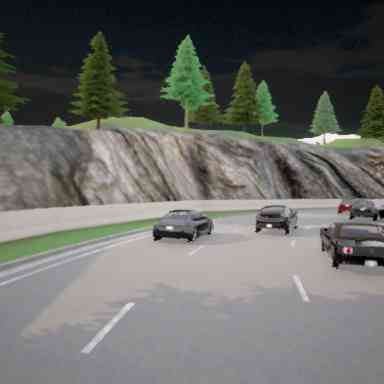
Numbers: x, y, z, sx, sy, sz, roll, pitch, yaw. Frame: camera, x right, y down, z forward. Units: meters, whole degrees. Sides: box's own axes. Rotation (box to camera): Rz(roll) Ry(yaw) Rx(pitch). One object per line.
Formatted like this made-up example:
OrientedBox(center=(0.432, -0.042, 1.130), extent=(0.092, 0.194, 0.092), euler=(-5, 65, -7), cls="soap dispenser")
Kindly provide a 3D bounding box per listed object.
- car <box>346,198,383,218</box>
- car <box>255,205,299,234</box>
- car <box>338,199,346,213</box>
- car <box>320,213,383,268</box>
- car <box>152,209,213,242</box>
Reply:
OrientedBox(center=(15.213, 1.447, 28.544), extent=(2.097, 1.767, 4.553), euler=(1, 0, 41), cls="car")
OrientedBox(center=(5.081, 1.525, 19.667), extent=(1.837, 1.490, 4.892), euler=(0, 0, 25), cls="car")
OrientedBox(center=(17.550, 1.458, 35.606), extent=(4.553, 1.767, 2.097), euler=(0, 0, -41), cls="car")
OrientedBox(center=(5.419, 1.633, 11.079), extent=(1.895, 1.301, 4.718), euler=(0, 0, 15), cls="car")
OrientedBox(center=(-0.320, 1.542, 16.408), extent=(1.994, 1.385, 4.181), euler=(0, 0, 19), cls="car")
